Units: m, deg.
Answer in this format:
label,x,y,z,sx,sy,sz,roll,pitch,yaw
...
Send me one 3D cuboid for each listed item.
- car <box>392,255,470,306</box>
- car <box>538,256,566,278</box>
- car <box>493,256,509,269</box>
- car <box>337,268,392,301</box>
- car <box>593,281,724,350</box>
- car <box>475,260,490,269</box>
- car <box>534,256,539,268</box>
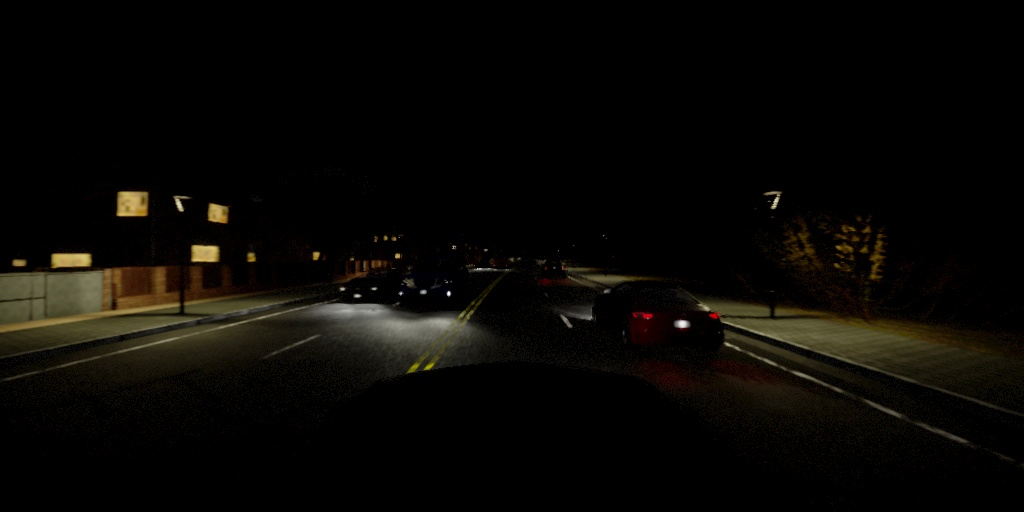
label,x,y,z,sx,sy,sz,roll,pitch,yaw
car,-3.228,0.972,16.012,2.150,2.045,5.566,0,0,1
car,3.960,1.121,34.934,2.097,1.767,4.553,0,0,2
car,-1.620,1.002,56.939,2.150,2.045,5.566,0,0,4
car,-6.454,1.295,17.710,2.033,1.411,5.357,0,0,1
car,3.384,1.322,9.094,1.994,1.385,4.181,0,0,0
car,-4.754,1.337,58.925,1.994,1.385,4.181,0,0,4
car,5.190,1.000,61.269,2.150,2.045,5.566,0,0,4
